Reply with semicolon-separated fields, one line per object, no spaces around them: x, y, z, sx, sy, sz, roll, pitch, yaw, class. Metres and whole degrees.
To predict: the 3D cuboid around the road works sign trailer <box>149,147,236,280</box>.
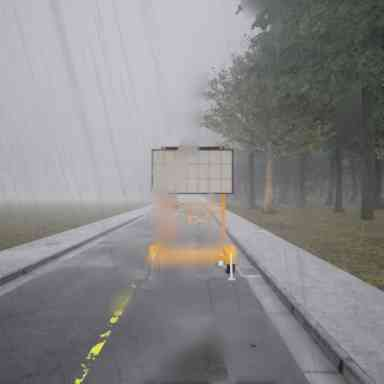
0.016;0.464;9.895;2.380;3.560;2.880;0;0;0;road works sign trailer

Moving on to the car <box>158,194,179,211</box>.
-2.789;1.220;40.248;2.150;2.045;5.566;0;0;0;car
